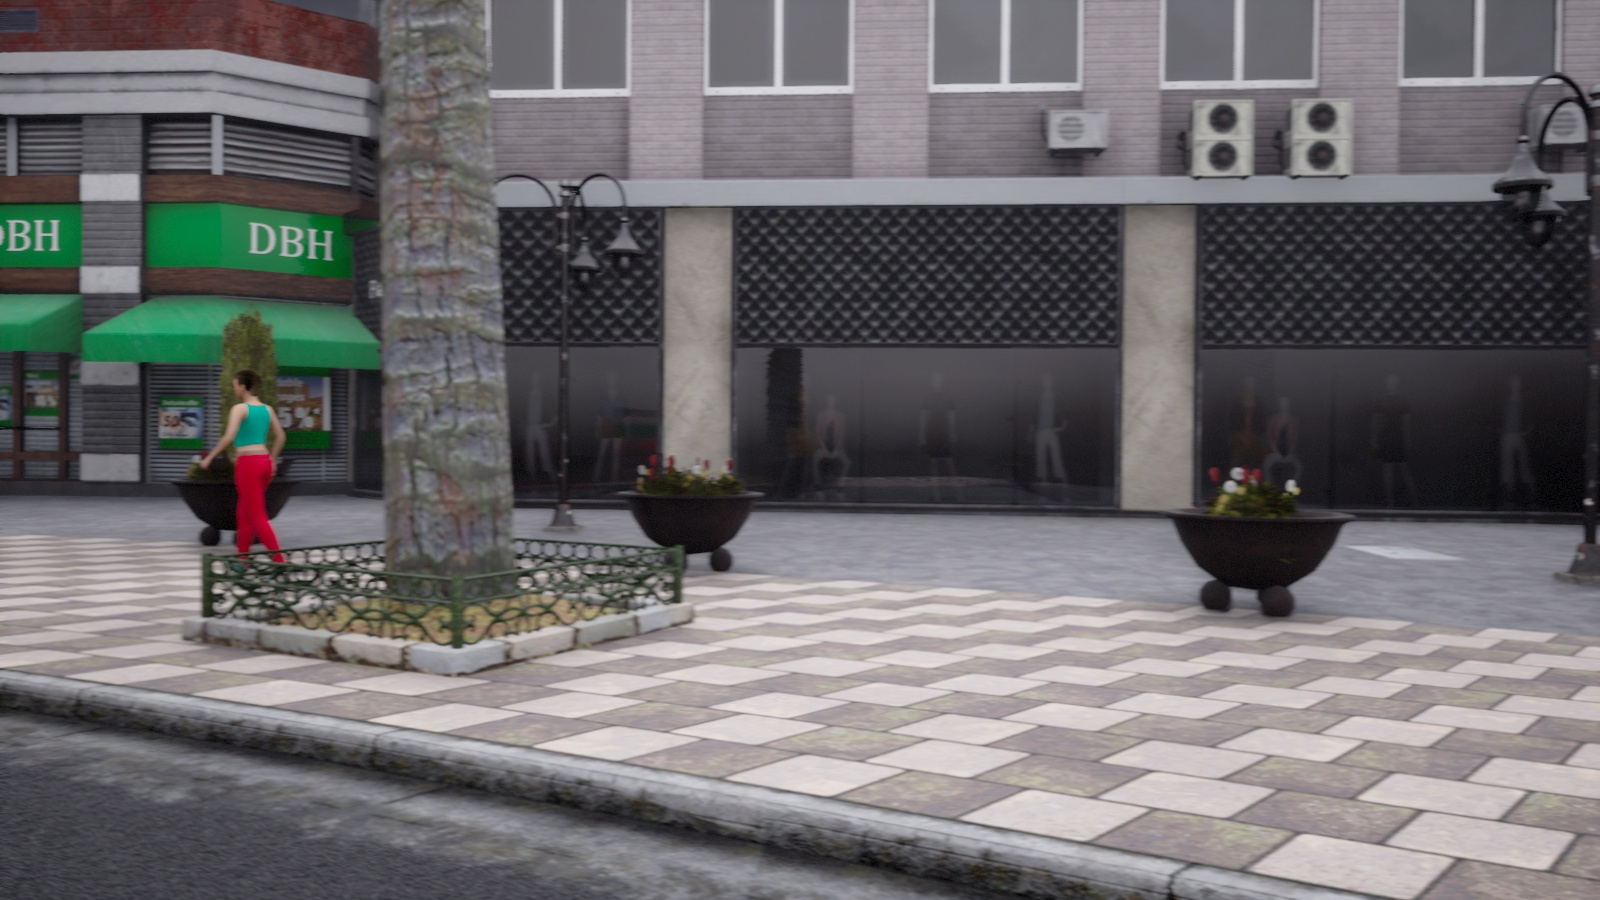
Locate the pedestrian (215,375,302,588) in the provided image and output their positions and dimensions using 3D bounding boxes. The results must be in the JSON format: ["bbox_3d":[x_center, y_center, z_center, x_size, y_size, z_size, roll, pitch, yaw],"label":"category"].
[{"bbox_3d":[-4.768,0.273,11.059,0.594,1.836,0.345,0,1,16],"label":"pedestrian"}]
